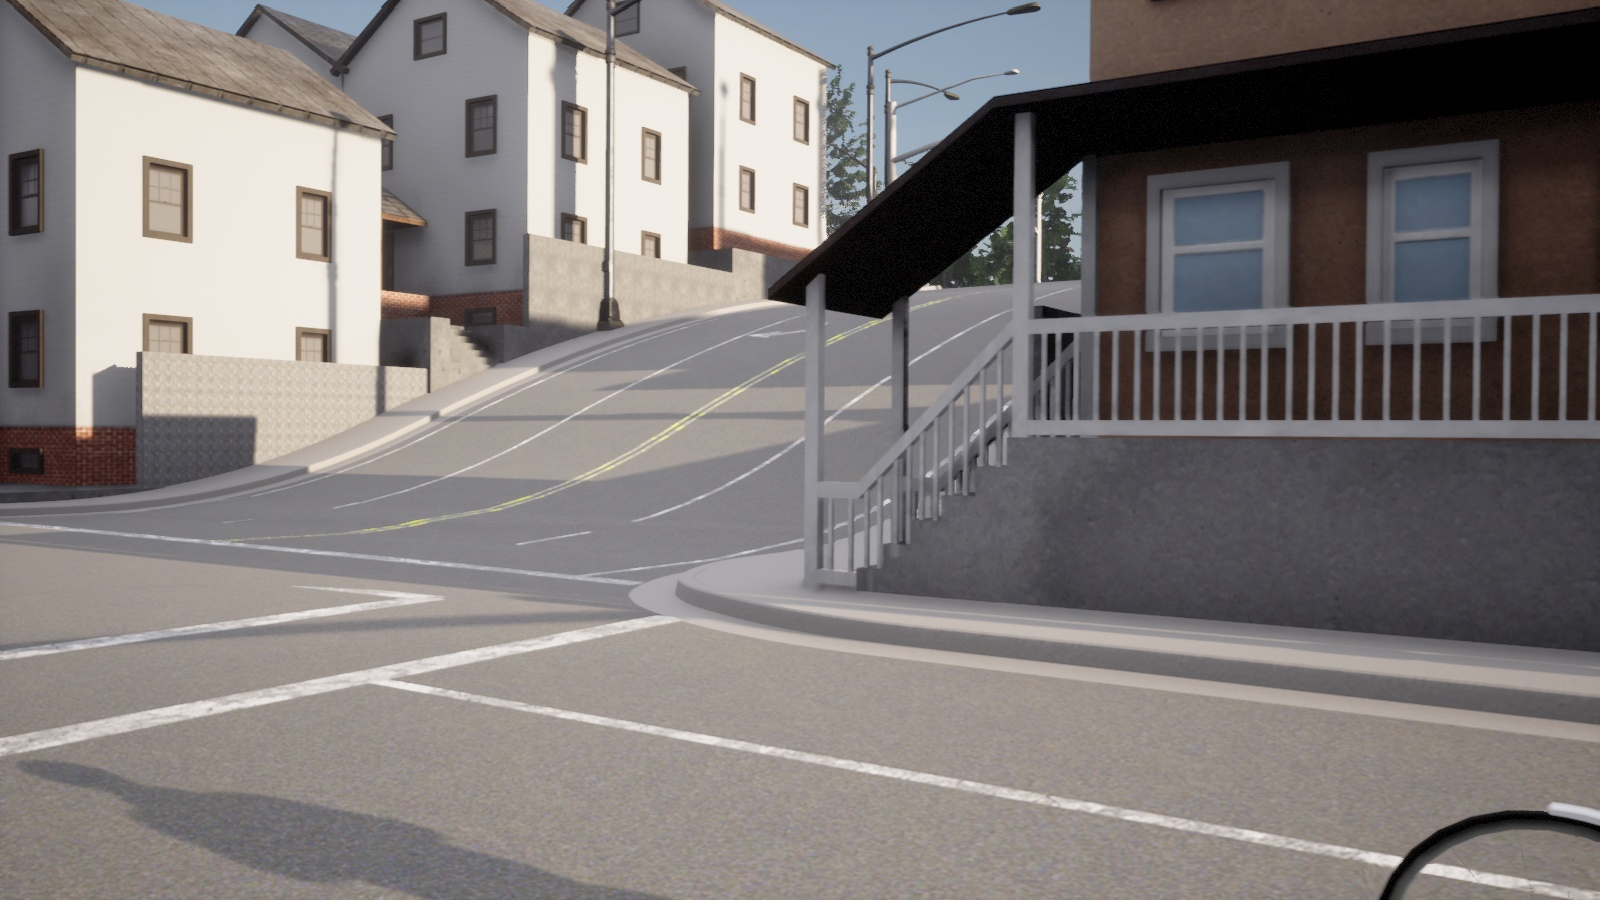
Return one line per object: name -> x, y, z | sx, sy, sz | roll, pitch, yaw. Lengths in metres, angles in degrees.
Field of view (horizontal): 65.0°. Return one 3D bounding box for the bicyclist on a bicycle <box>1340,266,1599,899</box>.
bicyclist on a bicycle -> 2.032, 0.551, 2.271 | 1.843, 1.776, 0.659 | 0, 1, 34
